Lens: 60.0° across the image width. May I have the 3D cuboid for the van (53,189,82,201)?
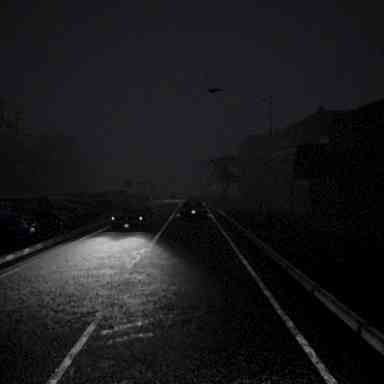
[{"bbox_3d":[-22.197,0.498,59.446,4.442,1.987,1.878,0,1,0],"label":"van"}]

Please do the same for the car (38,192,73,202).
[{"bbox_3d":[-22.044,0.840,53.901,4.792,1.488,2.163,0,1,0],"label":"car"}]

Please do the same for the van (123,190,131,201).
[{"bbox_3d":[-9.087,0.876,35.273,4.442,1.987,1.878,0,1,0],"label":"van"}]

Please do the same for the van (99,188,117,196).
[{"bbox_3d":[-21.998,0.076,87.197,4.442,1.987,1.878,0,1,0],"label":"van"}]

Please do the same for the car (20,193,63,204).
[{"bbox_3d":[-21.881,0.895,48.349,5.366,1.575,1.946,0,1,0],"label":"car"}]

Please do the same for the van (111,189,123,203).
[{"bbox_3d":[-8.847,0.963,29.664,4.442,1.987,1.878,0,1,0],"label":"van"}]

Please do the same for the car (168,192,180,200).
[{"bbox_3d":[-3.284,0.693,60.549,1.882,1.535,5.008,0,1,1],"label":"car"}]

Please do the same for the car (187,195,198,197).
[{"bbox_3d":[0.104,1.042,41.458,1.812,1.442,4.674,0,1,0],"label":"car"}]

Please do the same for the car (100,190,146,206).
[{"bbox_3d":[-8.952,0.719,43.682,5.566,2.045,2.435,0,1,0],"label":"car"}]

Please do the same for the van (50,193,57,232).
[{"bbox_3d":[-9.062,1.130,15.642,4.442,1.987,1.878,0,1,0],"label":"van"}]

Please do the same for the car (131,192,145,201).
[{"bbox_3d":[-8.792,1.011,40.883,5.366,1.575,1.946,0,1,0],"label":"car"}]

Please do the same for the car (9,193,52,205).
[{"bbox_3d":[-22.092,0.971,45.575,4.792,1.488,2.163,0,1,0],"label":"car"}]

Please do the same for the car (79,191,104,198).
[{"bbox_3d":[-22.104,0.509,73.327,5.008,1.535,2.097,0,1,0],"label":"car"}]

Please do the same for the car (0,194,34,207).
[{"bbox_3d":[-22.061,1.028,40.024,5.008,1.535,2.097,0,1,0],"label":"car"}]

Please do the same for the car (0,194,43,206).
[{"bbox_3d":[-22.066,0.986,42.800,4.892,1.521,2.231,0,1,0],"label":"car"}]

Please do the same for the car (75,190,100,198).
[{"bbox_3d":[-22.126,0.426,70.550,4.553,1.767,2.185,0,1,0],"label":"car"}]

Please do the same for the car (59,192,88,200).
[{"bbox_3d":[-22.081,0.720,62.225,4.674,1.452,2.002,0,1,0],"label":"car"}]

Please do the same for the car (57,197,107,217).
[{"bbox_3d":[-8.985,1.296,24.063,4.792,1.488,2.163,0,1,0],"label":"car"}]

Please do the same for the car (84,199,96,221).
[{"bbox_3d":[-8.950,1.339,21.255,4.674,1.452,2.002,0,1,0],"label":"car"}]

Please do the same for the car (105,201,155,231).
[{"bbox_3d":[-3.348,1.407,19.276,1.895,1.301,4.718,0,1,0],"label":"car"}]

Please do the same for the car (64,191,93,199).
[{"bbox_3d":[-22.082,0.637,65.002,5.008,1.535,2.097,0,1,0],"label":"car"}]

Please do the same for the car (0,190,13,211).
[{"bbox_3d":[-22.020,0.864,34.469,5.566,2.045,2.435,0,1,0],"label":"car"}]

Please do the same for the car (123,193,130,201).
[{"bbox_3d":[-8.961,1.146,32.474,5.008,1.535,2.097,0,1,0],"label":"car"}]

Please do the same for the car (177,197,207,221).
[{"bbox_3d":[0.103,1.307,24.630,1.994,1.385,4.181,0,1,0],"label":"car"}]

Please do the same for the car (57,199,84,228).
[{"bbox_3d":[-8.955,1.329,18.452,4.892,1.521,2.231,0,1,0],"label":"car"}]

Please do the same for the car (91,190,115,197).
[{"bbox_3d":[-21.922,0.381,81.651,5.366,1.575,1.946,0,1,0],"label":"car"}]

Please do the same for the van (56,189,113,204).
[{"bbox_3d":[-9.076,1.002,26.862,4.442,1.987,1.878,0,1,0],"label":"van"}]

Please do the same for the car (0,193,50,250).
[{"bbox_3d":[-8.914,1.127,12.841,5.566,2.045,2.435,0,0,0],"label":"car"}]

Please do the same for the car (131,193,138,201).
[{"bbox_3d":[-8.976,1.098,38.080,4.674,1.452,2.002,0,1,0],"label":"car"}]
